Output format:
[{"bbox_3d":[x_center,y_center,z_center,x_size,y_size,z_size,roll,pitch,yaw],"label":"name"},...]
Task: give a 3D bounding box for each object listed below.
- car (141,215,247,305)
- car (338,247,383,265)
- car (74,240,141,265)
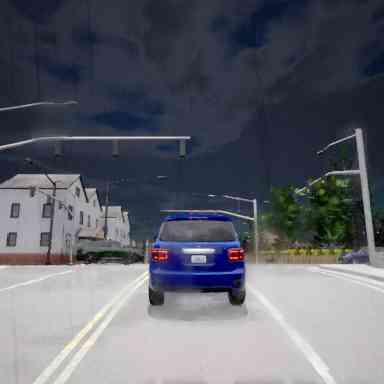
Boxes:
[{"bbox_3d":[0.077,1.761,9.305,2.150,2.045,5.566,0,-7,-1],"label":"car"},{"bbox_3d":[15.420,5.659,29.611,4.553,1.767,2.097,0,-12,1],"label":"car"},{"bbox_3d":[-6.861,5.085,27.751,5.566,2.045,2.150,4,-13,-20],"label":"car"}]
